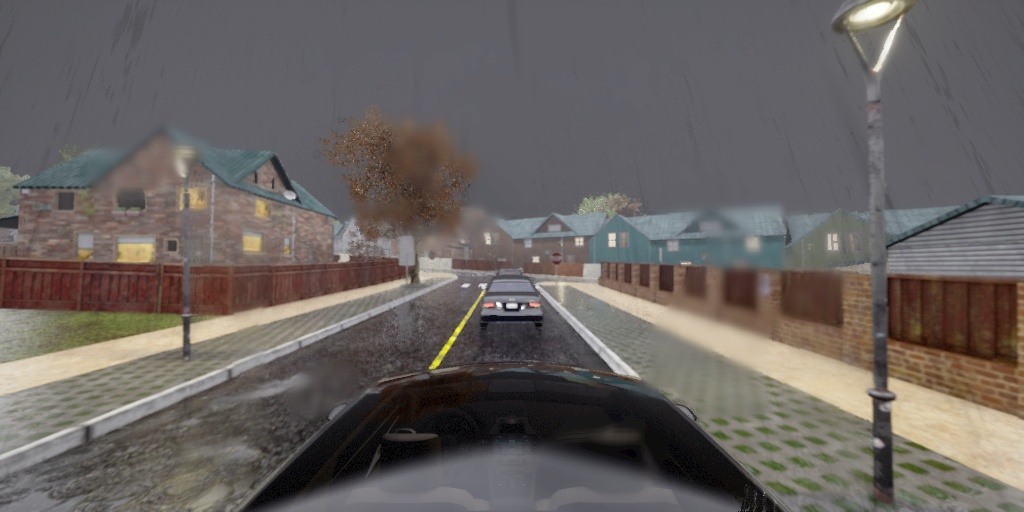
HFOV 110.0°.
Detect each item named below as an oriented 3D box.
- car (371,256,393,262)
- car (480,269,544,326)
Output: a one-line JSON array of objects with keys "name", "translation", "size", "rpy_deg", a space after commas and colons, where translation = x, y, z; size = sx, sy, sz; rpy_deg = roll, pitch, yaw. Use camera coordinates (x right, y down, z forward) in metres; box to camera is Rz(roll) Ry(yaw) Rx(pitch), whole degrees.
[{"name": "car", "translation": [-15.030, 0.844, 43.730], "size": [5.008, 1.535, 1.882], "rpy_deg": [2, 0, 31]}, {"name": "car", "translation": [-0.031, 1.334, 11.725], "size": [2.033, 1.411, 5.357], "rpy_deg": [0, 0, -1]}]
